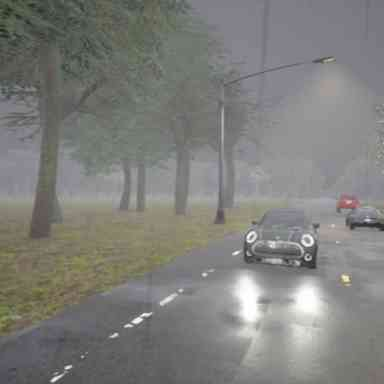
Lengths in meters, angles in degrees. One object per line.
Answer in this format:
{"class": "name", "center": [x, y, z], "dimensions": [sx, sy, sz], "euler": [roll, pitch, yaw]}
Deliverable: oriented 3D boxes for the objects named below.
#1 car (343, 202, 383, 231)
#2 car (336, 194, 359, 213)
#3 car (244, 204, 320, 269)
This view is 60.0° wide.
{"class": "car", "center": [11.094, 1.618, 21.419], "dimensions": [1.994, 1.385, 4.181], "euler": [1, 0, 22]}
{"class": "car", "center": [17.758, 1.302, 37.955], "dimensions": [2.150, 2.045, 5.566], "euler": [1, -1, 22]}
{"class": "car", "center": [3.214, 1.353, 11.370], "dimensions": [2.097, 1.767, 4.553], "euler": [1, 0, 22]}
